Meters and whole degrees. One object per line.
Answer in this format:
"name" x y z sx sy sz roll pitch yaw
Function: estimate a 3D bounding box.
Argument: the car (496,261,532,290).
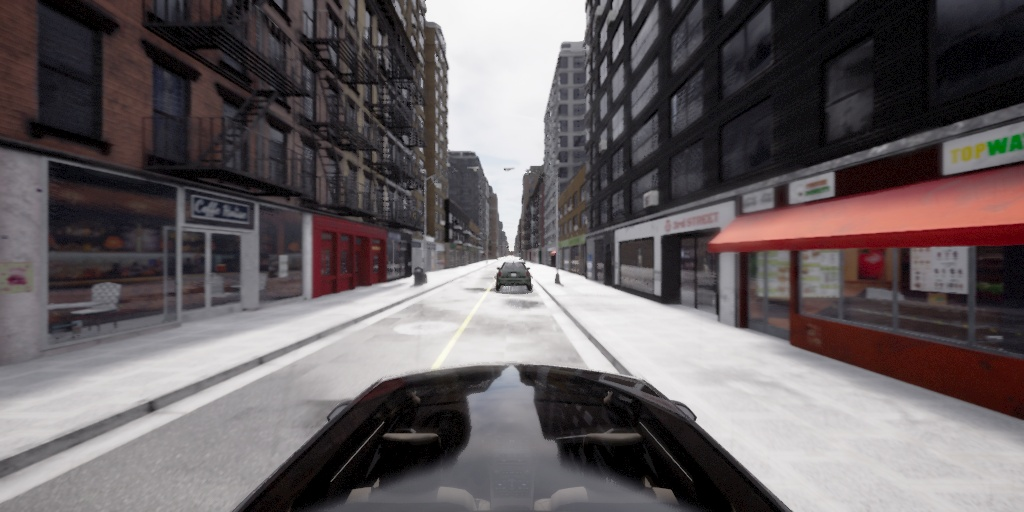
"car" 0.098 1.096 22.511 2.097 1.767 4.553 0 0 0
